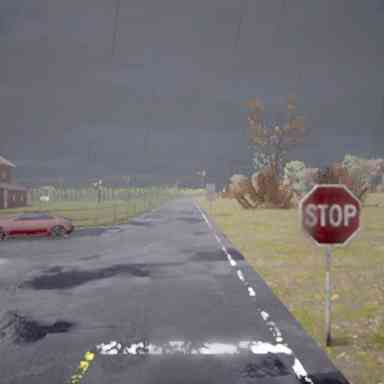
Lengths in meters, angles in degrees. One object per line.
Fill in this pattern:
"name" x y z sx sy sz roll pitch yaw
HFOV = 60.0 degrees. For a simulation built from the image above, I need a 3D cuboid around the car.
"car" -8.138 1.676 16.870 4.181 1.385 1.994 -1 1 -13
